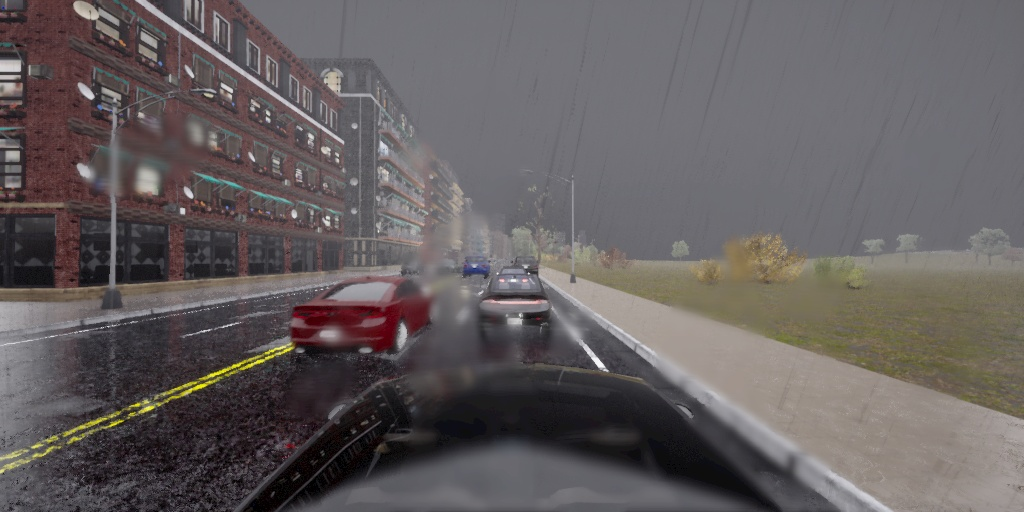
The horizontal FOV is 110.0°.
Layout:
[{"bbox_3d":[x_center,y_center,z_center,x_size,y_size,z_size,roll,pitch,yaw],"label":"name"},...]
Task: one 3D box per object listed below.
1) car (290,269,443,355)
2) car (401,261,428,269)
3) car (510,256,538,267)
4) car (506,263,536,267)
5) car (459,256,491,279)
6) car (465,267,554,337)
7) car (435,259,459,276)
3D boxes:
[{"bbox_3d":[-3.163,1.228,8.703,1.882,1.535,5.008,0,0,0],"label":"car"},{"bbox_3d":[-9.917,1.257,36.649,1.837,1.490,4.892,0,0,0],"label":"car"},{"bbox_3d":[1.082,0.977,30.952,2.150,2.045,5.566,0,0,0],"label":"car"},{"bbox_3d":[0.068,1.299,20.740,2.033,1.411,5.357,0,0,0],"label":"car"},{"bbox_3d":[-3.210,0.976,33.235,2.150,2.045,5.566,0,0,0],"label":"car"},{"bbox_3d":[0.085,1.243,10.300,2.128,1.511,4.902,0,0,0],"label":"car"},{"bbox_3d":[-6.670,1.104,37.744,2.097,1.767,4.553,0,0,0],"label":"car"}]
